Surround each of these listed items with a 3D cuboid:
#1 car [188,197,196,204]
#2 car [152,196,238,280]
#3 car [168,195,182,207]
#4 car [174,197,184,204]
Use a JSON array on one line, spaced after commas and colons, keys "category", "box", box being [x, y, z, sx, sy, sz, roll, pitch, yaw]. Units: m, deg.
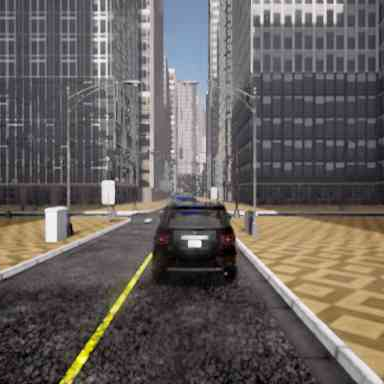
[{"category": "car", "box": [-0.027, 1.999, 78.746, 1.812, 1.442, 4.674, 0, 0, 0]}, {"category": "car", "box": [0.090, 1.278, 10.300, 2.150, 2.045, 5.566, 0, 0, 1]}, {"category": "car", "box": [-3.068, 1.579, 61.414, 2.150, 2.045, 5.566, 0, 0, 1]}, {"category": "car", "box": [-3.026, 2.005, 77.669, 2.033, 1.411, 5.357, 0, 0, 0]}]
